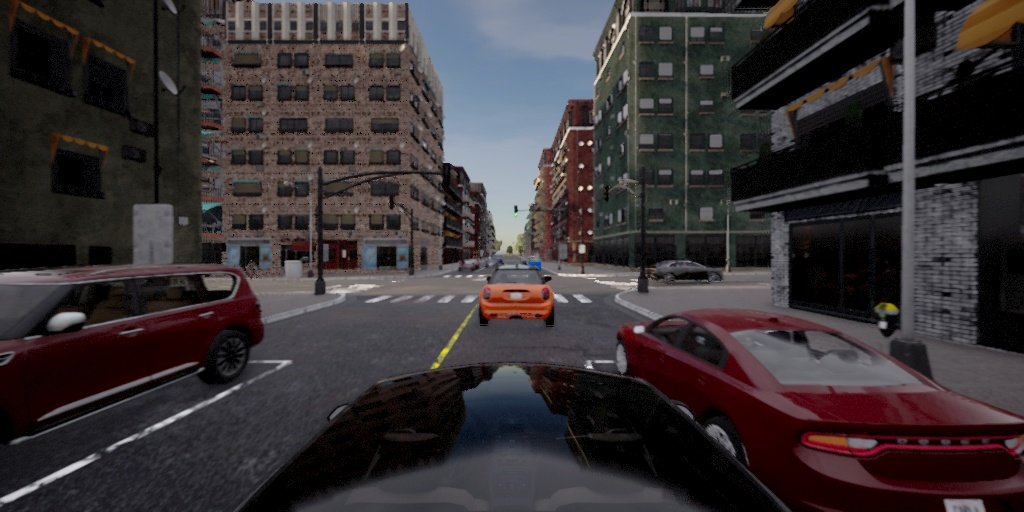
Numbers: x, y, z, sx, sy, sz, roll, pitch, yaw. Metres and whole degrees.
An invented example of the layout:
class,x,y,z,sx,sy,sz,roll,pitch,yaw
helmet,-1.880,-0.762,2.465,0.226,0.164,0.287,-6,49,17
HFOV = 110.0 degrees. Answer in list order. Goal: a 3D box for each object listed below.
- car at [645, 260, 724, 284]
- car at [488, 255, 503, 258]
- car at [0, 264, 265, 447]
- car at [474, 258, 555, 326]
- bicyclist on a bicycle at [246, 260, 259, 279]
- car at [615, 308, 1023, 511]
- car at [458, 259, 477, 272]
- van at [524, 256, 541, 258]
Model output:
class,x,y,z,sx,sy,sz,roll,pitch,yaw
car,11.181,1.001,23.343,4.902,1.511,2.128,-1,0,-2
car,-2.835,1.013,50.934,2.128,1.511,4.902,0,0,0
car,-5.316,1.053,4.257,2.192,1.841,5.009,0,0,0
car,0.220,1.058,11.613,2.097,1.767,4.553,0,0,3
bicyclist on a bicycle,-22.734,1.159,31.405,0.582,1.620,1.656,-1,1,0
car,2.565,1.283,4.259,1.888,1.381,4.507,0,0,0
car,-5.288,1.144,42.461,1.802,1.307,4.207,0,0,0
van,2.559,0.903,42.301,1.690,1.789,3.998,0,0,0
